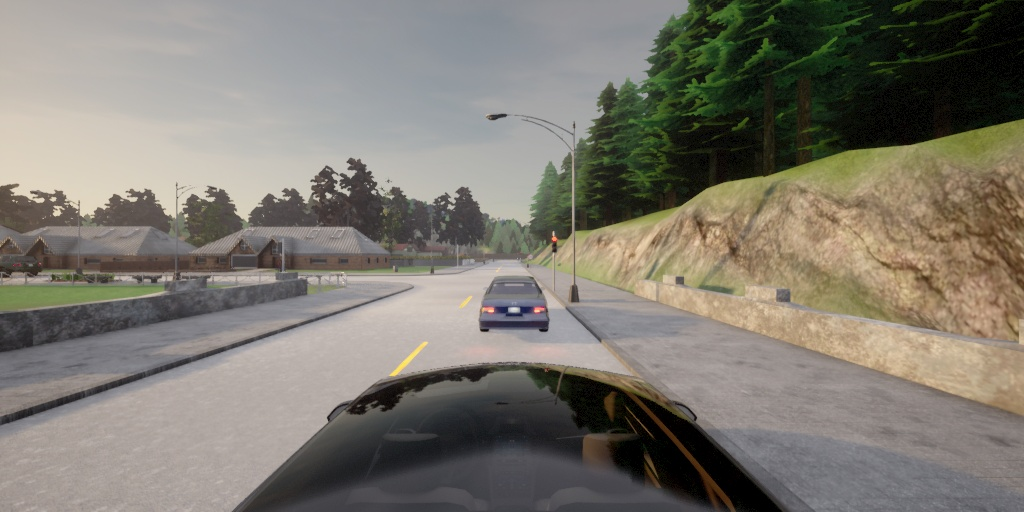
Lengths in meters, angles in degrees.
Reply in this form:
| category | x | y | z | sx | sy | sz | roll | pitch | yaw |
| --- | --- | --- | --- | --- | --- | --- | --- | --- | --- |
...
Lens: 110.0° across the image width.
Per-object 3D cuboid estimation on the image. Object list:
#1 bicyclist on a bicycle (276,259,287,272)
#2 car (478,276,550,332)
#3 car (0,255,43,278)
| category | x | y | z | sx | sy | sz | roll | pitch | yaw |
| --- | --- | --- | --- | --- | --- | --- | --- | --- | --- |
| bicyclist on a bicycle | -24.167 | 1.099 | 37.589 | 0.582 | 1.620 | 1.656 | 0 | 0 | 0 |
| car | 0.062 | 1.297 | 10.811 | 2.033 | 1.411 | 5.357 | 0 | 0 | 0 |
| car | -47.379 | 0.971 | 33.336 | 5.566 | 2.045 | 2.150 | 0 | 0 | 1 |
